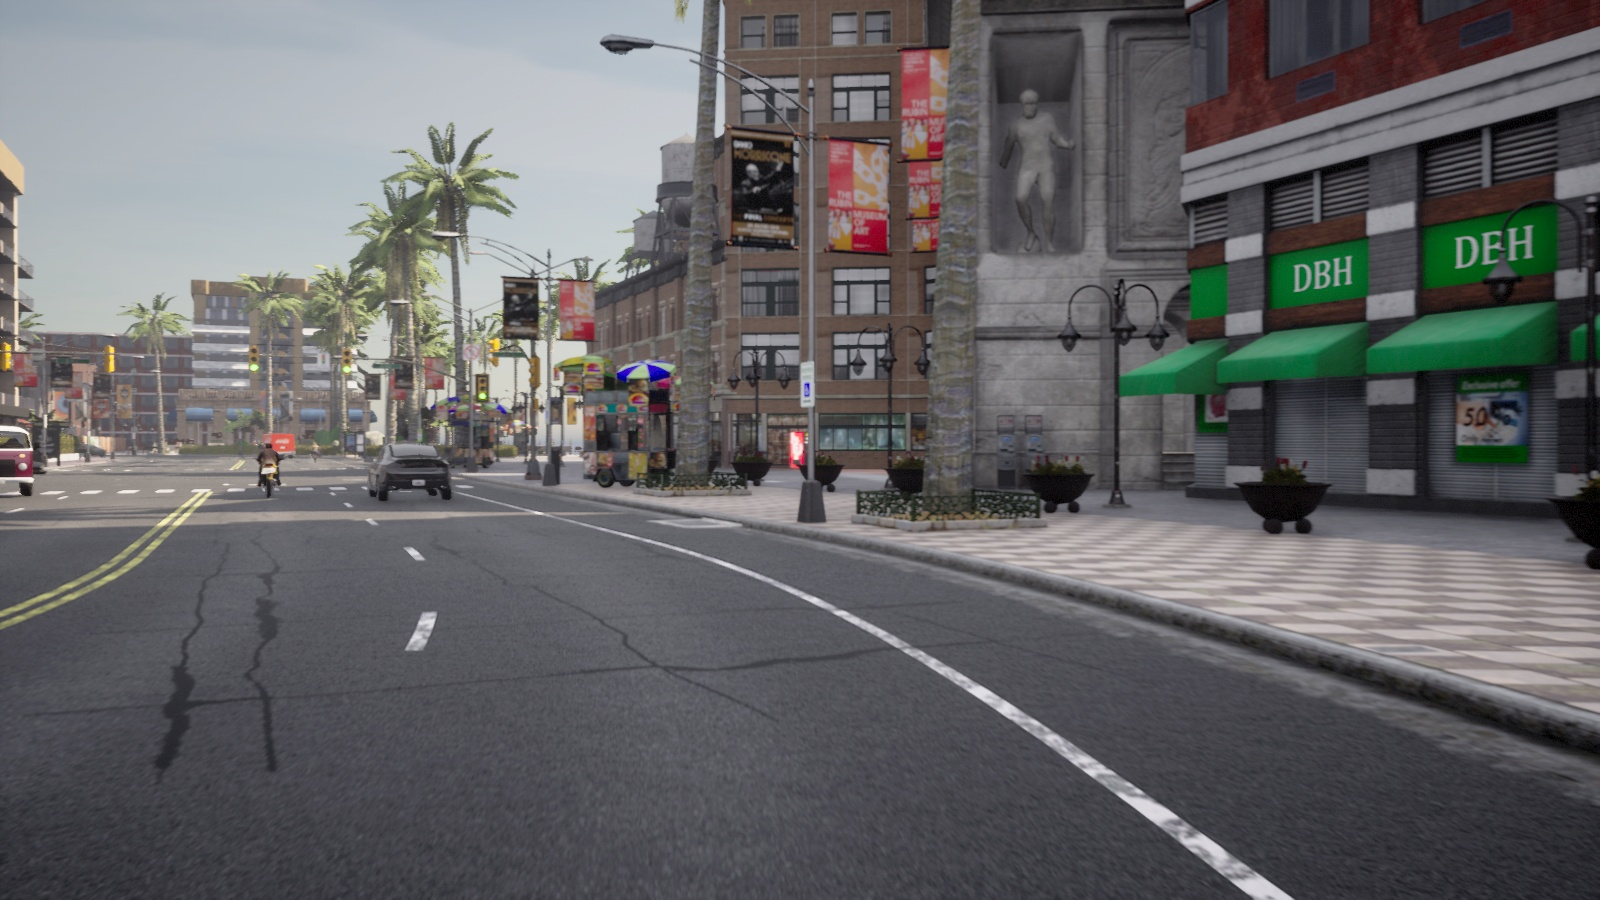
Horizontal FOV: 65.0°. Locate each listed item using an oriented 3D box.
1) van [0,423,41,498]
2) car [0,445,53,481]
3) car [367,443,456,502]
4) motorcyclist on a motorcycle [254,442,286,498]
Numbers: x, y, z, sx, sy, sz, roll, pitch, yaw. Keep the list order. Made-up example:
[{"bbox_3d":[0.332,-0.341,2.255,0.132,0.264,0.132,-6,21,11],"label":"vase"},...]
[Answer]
[{"bbox_3d":[-23.012,0.264,35.927,2.069,2.038,4.480,0,0,-33],"label":"van"},{"bbox_3d":[-32.666,0.511,49.400,5.357,1.411,2.033,0,0,-41],"label":"car"},{"bbox_3d":[-10.685,0.557,34.328,1.837,1.490,4.892,0,0,-23],"label":"car"},{"bbox_3d":[-14.727,0.530,34.891,0.797,1.523,2.044,0,0,-23],"label":"motorcyclist on a motorcycle"}]
